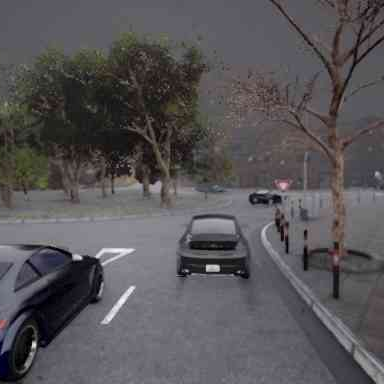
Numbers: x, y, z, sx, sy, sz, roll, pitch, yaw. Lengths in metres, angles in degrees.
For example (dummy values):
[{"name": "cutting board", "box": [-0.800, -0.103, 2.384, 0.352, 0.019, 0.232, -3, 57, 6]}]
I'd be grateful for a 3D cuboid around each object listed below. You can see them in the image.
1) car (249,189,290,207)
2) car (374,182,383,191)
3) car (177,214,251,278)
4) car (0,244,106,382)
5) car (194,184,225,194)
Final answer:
[{"name": "car", "box": [7.478, 0.474, 31.743, 5.008, 1.535, 1.882, -3, 3, -45]}, {"name": "car", "box": [33.851, -1.060, 57.333, 2.185, 1.767, 4.553, -1, 3, -16]}, {"name": "car", "box": [0.669, 1.404, 9.917, 1.837, 1.490, 4.892, 0, 2, 5]}, {"name": "car", "box": [-2.872, 1.529, 5.439, 1.994, 1.385, 4.181, 0, 1, 2]}, {"name": "car", "box": [2.785, -0.501, 53.244, 5.357, 1.411, 2.033, 3, 4, 44]}]
